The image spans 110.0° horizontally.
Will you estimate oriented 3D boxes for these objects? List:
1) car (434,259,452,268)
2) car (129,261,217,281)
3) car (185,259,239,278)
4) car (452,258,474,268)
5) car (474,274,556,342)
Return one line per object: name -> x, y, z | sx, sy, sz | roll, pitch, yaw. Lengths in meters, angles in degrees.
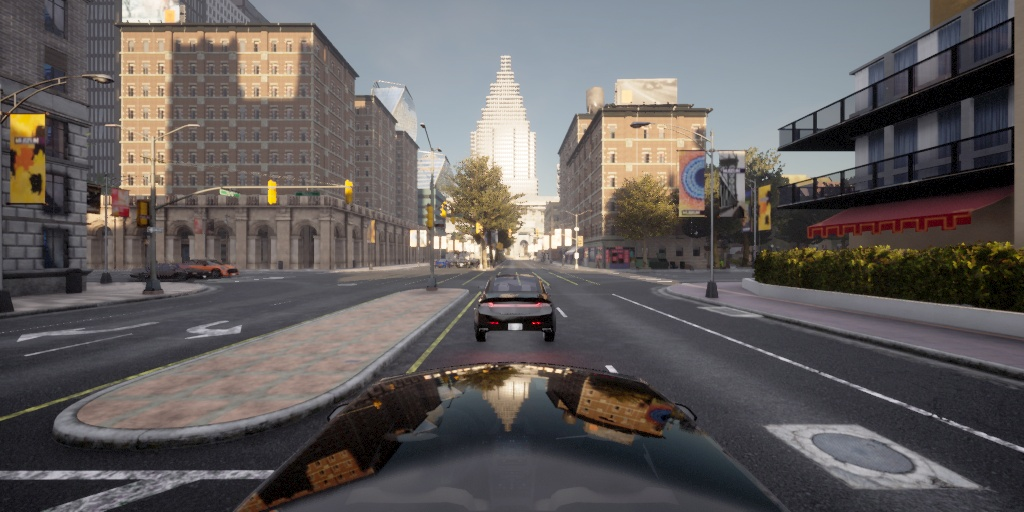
car -> -11.550, 1.227, 60.028 | 1.882, 1.535, 5.008 | 0, 0, 0
car -> -27.762, 1.297, 29.244 | 5.357, 1.411, 2.033 | 0, 0, 0
car -> -27.677, 1.102, 32.748 | 4.553, 1.767, 2.097 | 0, 0, 0
car -> -8.053, 1.241, 59.613 | 2.128, 1.511, 4.902 | 0, 0, 0
car -> 0.080, 1.242, 9.796 | 2.128, 1.511, 4.902 | 0, 0, 0
